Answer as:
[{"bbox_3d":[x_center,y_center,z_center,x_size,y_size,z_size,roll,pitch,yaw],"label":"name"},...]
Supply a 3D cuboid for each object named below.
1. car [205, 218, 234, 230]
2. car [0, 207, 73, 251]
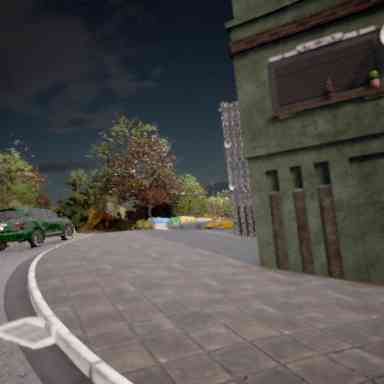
[{"bbox_3d":[3.781,3.974,41.397,1.882,1.535,5.008,-11,-11,43],"label":"car"},{"bbox_3d":[-8.486,1.860,17.829,2.150,2.045,5.566,-7,-2,4],"label":"car"}]
